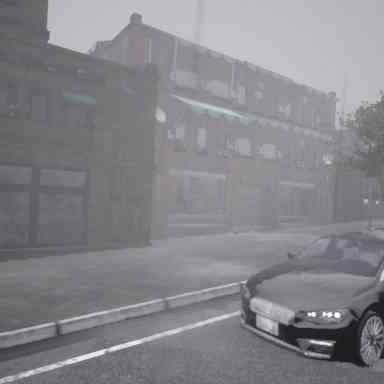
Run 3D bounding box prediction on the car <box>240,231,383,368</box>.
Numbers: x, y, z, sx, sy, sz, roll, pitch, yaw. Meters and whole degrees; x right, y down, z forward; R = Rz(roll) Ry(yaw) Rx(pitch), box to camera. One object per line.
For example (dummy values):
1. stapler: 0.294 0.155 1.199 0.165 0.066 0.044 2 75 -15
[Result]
1. car: 2.984 1.493 5.828 4.902 1.511 2.128 0 0 -36
